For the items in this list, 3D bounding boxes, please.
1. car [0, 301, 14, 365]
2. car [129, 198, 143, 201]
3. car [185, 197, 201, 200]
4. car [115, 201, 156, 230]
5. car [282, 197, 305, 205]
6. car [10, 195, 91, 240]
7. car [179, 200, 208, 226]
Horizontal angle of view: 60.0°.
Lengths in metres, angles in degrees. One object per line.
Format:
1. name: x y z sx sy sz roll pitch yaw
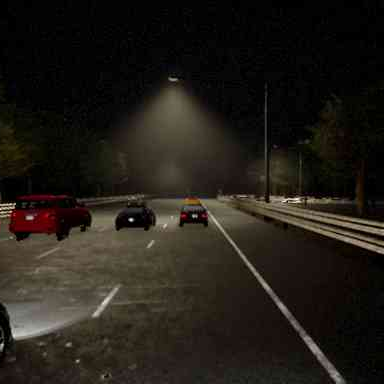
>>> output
1. car: -3.400 1.560 2.790 1.994 1.385 4.181 0 0 0
2. car: -6.890 1.462 41.569 1.895 1.301 4.718 0 0 0
3. car: 0.112 1.335 42.550 1.882 1.535 5.008 0 0 0
4. car: -3.393 1.509 20.592 1.994 1.385 4.181 0 0 0
5. car: 18.505 1.544 60.711 1.994 1.385 4.181 0 1 -35
6. car: -6.895 1.180 16.831 2.150 2.045 5.566 0 0 0
7. car: 0.105 1.484 22.662 2.033 1.411 5.357 0 0 0
